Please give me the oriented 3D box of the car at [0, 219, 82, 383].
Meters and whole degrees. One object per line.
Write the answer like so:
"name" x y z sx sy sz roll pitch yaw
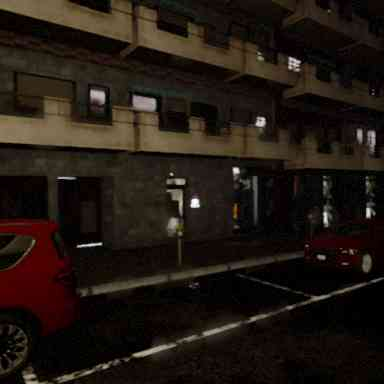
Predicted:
"car" -3.859 1.316 3.827 5.009 1.841 2.192 0 -1 -35

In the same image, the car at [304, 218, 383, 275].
"car" 5.368 1.537 10.402 4.507 1.381 1.887 0 -1 -35
